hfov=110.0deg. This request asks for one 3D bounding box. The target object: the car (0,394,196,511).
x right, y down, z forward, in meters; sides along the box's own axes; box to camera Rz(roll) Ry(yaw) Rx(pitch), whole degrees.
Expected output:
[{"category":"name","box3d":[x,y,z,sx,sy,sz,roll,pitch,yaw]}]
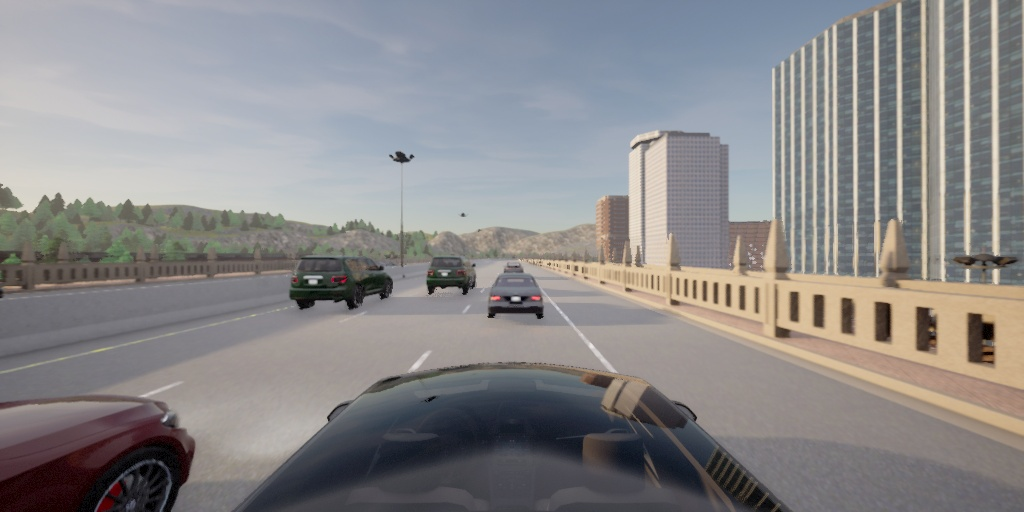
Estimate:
[{"category":"car","box3d":[-3.382,1.272,0.823,1.812,1.442,4.674,0,0,0]}]

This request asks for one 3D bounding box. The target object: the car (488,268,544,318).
[{"category":"car","box3d":[0.116,1.321,13.093,2.033,1.411,5.357,0,0,0]}]

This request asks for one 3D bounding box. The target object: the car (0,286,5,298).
[{"category":"car","box3d":[-21.071,1.282,12.250,1.812,1.442,4.674,0,0,0]}]

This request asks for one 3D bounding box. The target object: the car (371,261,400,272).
[{"category":"car","box3d":[-17.444,1.396,49.677,2.128,1.511,4.902,0,0,1]}]

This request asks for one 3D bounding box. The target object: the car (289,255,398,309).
[{"category":"car","box3d":[-6.881,0.996,15.095,2.150,2.045,5.566,0,0,0]}]

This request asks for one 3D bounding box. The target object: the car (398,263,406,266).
[{"category":"car","box3d":[-13.979,1.474,43.049,1.895,1.301,4.718,0,0,1]}]

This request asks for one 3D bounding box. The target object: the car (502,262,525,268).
[{"category":"car","box3d":[0.148,1.336,34.340,2.128,1.511,4.902,0,0,0]}]

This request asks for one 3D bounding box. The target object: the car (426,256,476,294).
[{"category":"car","box3d":[-3.373,1.013,20.640,2.150,2.045,5.566,0,0,0]}]
